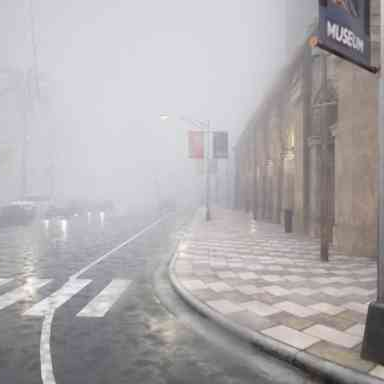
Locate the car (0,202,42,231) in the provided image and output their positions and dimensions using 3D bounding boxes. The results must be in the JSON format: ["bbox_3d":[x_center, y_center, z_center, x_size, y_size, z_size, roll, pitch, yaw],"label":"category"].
[{"bbox_3d":[-11.592,1.547,20.228,2.033,1.411,5.357,0,0,2],"label":"car"}]

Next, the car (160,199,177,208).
[{"bbox_3d":[-3.289,1.603,47.183,1.895,1.301,4.718,0,0,3],"label":"car"}]

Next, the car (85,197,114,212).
[{"bbox_3d":[-10.734,1.524,39.526,1.812,1.442,4.674,0,0,3],"label":"car"}]

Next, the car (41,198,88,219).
[{"bbox_3d":[-11.205,1.525,29.648,1.812,1.442,4.674,0,0,3],"label":"car"}]

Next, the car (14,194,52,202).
[{"bbox_3d":[-14.673,1.220,30.546,2.150,2.045,5.566,0,0,3],"label":"car"}]
